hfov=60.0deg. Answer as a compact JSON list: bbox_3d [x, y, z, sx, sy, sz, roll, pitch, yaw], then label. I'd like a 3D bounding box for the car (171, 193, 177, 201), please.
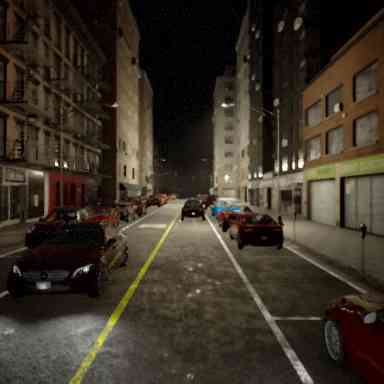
[{"bbox_3d":[-5.501,1.495,86.568,1.752,1.417,4.829,0,0,0],"label":"car"}]

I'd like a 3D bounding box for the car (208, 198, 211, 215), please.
[{"bbox_3d":[2.607,1.545,31.343,2.008,1.369,4.403,0,0,0],"label":"car"}]

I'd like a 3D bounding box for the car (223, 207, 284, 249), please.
[{"bbox_3d":[2.624,1.543,14.306,1.887,1.381,4.507,0,0,0],"label":"car"}]

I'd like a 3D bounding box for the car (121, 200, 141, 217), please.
[{"bbox_3d":[-5.420,1.561,25.660,1.947,1.339,4.313,0,0,0],"label":"car"}]

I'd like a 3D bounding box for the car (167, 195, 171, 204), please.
[{"bbox_3d":[-5.459,1.297,59.730,2.192,1.841,5.009,0,0,0],"label":"car"}]

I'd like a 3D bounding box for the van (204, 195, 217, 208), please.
[{"bbox_3d":[2.591,1.329,48.379,1.690,1.788,3.998,0,0,0],"label":"van"}]

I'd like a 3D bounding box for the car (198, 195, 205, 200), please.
[{"bbox_3d":[2.547,1.512,92.227,1.887,1.381,4.507,0,0,0],"label":"car"}]

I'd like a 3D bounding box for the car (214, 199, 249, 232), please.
[{"bbox_3d":[2.618,1.437,19.985,1.967,1.590,4.097,0,0,0],"label":"car"}]

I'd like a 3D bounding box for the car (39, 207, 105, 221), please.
[{"bbox_3d":[-5.407,1.437,14.304,1.967,1.590,4.097,0,0,0],"label":"car"}]

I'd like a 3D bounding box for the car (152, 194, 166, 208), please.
[{"bbox_3d":[-5.446,1.302,48.374,2.192,1.841,5.009,0,0,0],"label":"car"}]

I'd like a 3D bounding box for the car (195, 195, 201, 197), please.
[{"bbox_3d":[0.059,1.515,43.912,1.812,1.442,4.674,0,0,0],"label":"car"}]

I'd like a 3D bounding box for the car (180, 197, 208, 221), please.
[{"bbox_3d":[0.076,1.473,27.392,1.882,1.535,5.008,0,0,0],"label":"car"}]

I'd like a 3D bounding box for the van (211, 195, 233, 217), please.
[{"bbox_3d":[2.613,1.337,25.664,1.690,1.788,3.998,0,0,0],"label":"van"}]

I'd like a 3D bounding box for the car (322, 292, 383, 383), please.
[{"bbox_3d":[2.635,1.582,2.948,1.802,1.307,4.206,0,0,0],"label":"car"}]

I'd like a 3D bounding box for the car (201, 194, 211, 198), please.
[{"bbox_3d":[2.596,1.305,42.700,2.192,1.841,5.009,0,0,0],"label":"car"}]

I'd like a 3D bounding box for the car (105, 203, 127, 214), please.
[{"bbox_3d":[-5.414,1.578,19.982,1.802,1.307,4.206,0,0,0],"label":"car"}]

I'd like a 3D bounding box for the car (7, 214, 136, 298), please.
[{"bbox_3d":[-2.845,1.524,8.673,1.812,1.442,4.674,0,0,0],"label":"car"}]

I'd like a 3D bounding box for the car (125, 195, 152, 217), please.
[{"bbox_3d":[-5.426,1.308,31.338,2.192,1.841,5.009,0,0,0],"label":"car"}]
